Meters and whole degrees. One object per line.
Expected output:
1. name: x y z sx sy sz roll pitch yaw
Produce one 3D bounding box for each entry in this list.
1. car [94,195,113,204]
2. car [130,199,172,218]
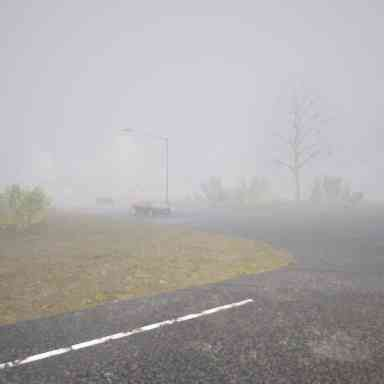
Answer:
1. car: -15.021 1.254 56.290 1.837 1.490 4.892 0 0 -37
2. car: -3.737 1.376 29.835 1.882 1.535 5.008 0 0 -37
